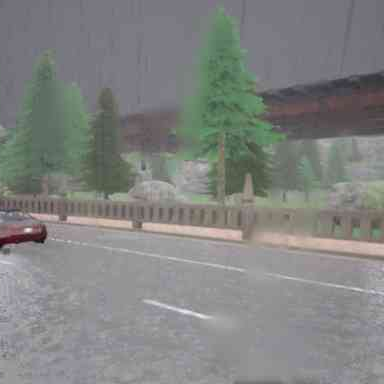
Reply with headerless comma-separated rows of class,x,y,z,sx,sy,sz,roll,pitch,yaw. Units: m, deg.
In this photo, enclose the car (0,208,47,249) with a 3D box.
car,-7.783,1.355,13.415,4.181,1.385,1.994,1,1,32
